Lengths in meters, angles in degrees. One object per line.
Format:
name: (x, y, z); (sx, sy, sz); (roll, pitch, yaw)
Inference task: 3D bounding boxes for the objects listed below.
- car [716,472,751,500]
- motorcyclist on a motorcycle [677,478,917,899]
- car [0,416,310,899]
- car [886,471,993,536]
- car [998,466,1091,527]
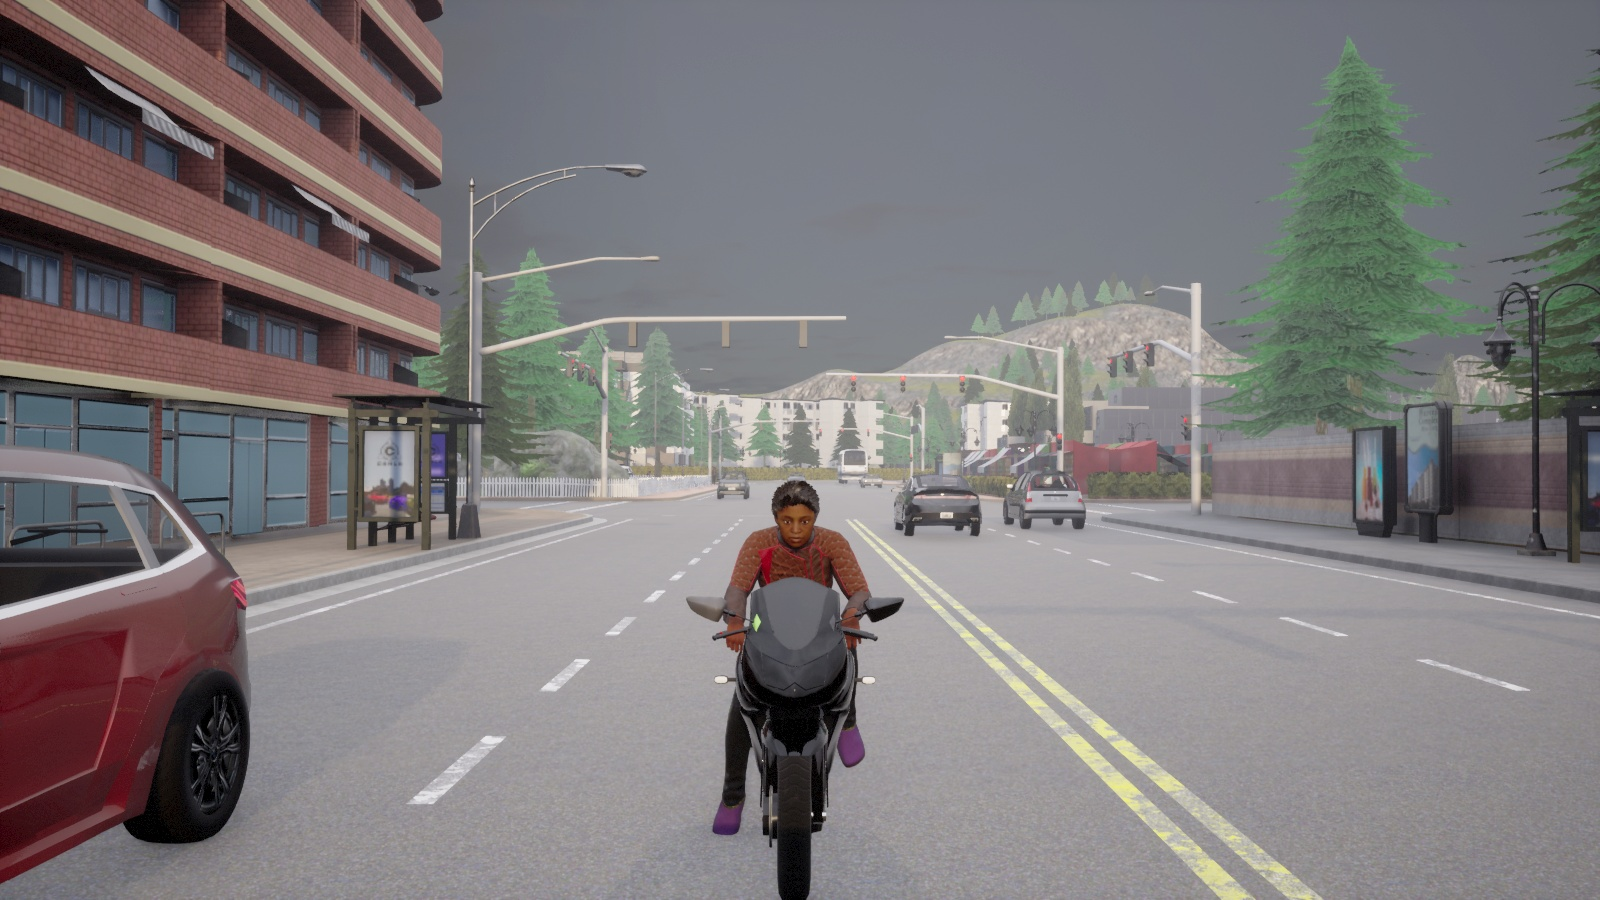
car: (-3.670, 1.978, 69.887); (1.789, 1.549, 3.705); (0, -1, 0)
motorcyclist on a motorcycle: (-0.013, 0.884, 5.210); (0.797, 1.523, 2.044); (0, -1, 0)
car: (-3.511, 0.737, 3.845); (2.242, 1.667, 4.611); (0, -1, 0)
car: (3.423, 1.288, 31.691); (2.128, 1.511, 4.902); (0, -1, 0)
car: (6.913, 1.286, 35.846); (1.851, 1.617, 3.988); (0, -1, 0)
